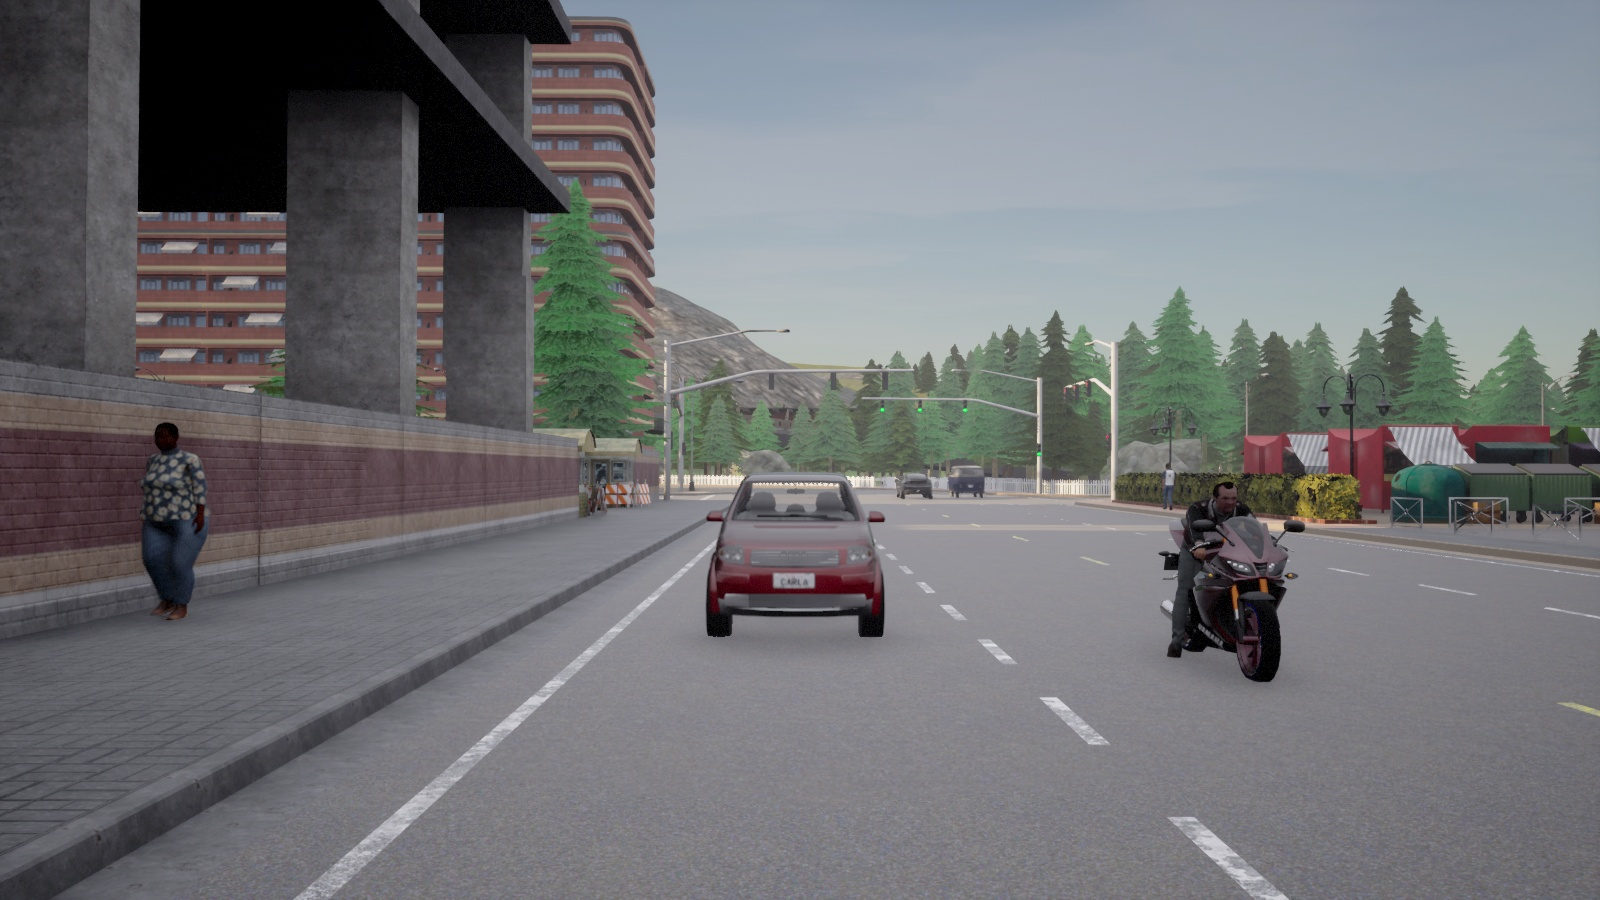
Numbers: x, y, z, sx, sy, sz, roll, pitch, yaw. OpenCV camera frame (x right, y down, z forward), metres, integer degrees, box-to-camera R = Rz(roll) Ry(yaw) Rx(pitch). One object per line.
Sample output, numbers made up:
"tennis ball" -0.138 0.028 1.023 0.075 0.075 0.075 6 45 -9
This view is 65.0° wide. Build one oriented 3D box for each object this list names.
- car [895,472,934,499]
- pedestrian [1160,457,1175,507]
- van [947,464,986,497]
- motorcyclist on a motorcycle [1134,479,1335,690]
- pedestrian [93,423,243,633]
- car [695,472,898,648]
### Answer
"car" 6.795 2.089 74.877 1.837 1.490 4.892 0 -1 0
"pedestrian" 13.763 1.202 47.061 0.354 1.836 0.706 0 -1 0
"van" 10.287 1.871 77.853 1.775 1.987 4.442 0 -1 0
"motorcyclist on a motorcycle" 3.471 1.008 10.294 0.866 1.530 2.191 0 -1 0
"pedestrian" -5.834 0.697 11.637 0.874 1.855 0.900 0 -1 9
"car" -0.036 1.011 12.996 1.789 1.549 3.705 0 -1 0
